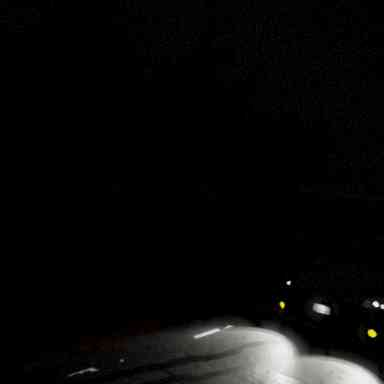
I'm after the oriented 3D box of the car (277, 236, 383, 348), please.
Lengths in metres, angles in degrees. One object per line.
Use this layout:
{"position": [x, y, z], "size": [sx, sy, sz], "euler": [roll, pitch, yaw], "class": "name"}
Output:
{"position": [3.490, 1.560, 6.208], "size": [4.181, 1.385, 1.994], "euler": [0, 0, -39], "class": "car"}
